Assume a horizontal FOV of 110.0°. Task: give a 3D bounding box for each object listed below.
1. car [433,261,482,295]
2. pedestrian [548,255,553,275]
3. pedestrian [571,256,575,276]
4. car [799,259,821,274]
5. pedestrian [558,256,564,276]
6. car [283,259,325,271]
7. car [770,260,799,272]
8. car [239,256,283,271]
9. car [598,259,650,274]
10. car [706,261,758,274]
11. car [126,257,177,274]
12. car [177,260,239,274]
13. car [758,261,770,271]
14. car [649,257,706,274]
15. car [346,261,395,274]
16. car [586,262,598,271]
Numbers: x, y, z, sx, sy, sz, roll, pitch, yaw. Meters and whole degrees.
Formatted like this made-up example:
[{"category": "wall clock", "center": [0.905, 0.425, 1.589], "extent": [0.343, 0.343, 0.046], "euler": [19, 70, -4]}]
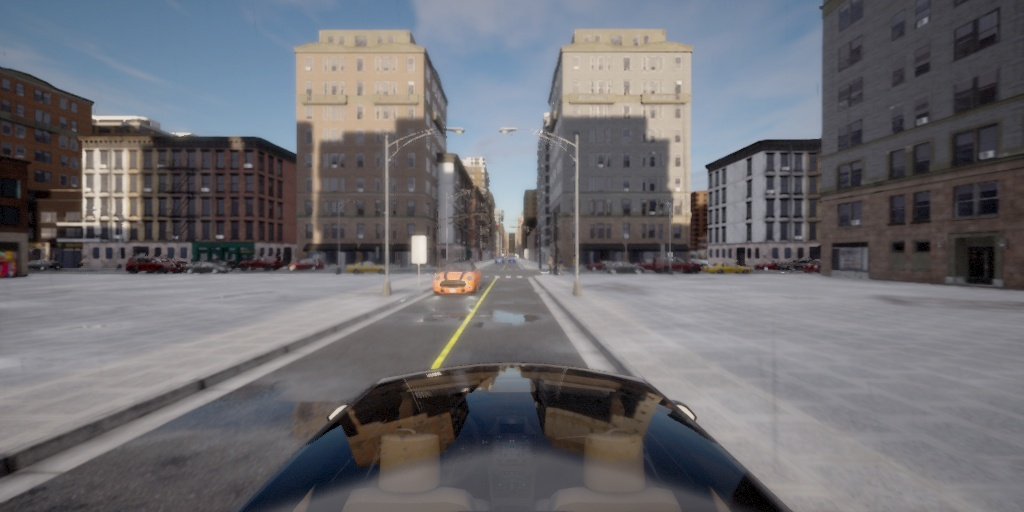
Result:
[{"category": "car", "center": [-2.835, 1.069, 19.425], "extent": [2.097, 1.767, 4.553], "euler": [0, 0, 0]}, {"category": "pedestrian", "center": [3.502, 0.841, 32.706], "extent": [0.375, 1.860, 0.375], "euler": [0, 0, 0]}, {"category": "pedestrian", "center": [5.501, 0.848, 32.106], "extent": [0.375, 1.860, 0.375], "euler": [0, 0, 0]}, {"category": "car", "center": [33.391, 1.159, 37.890], "extent": [4.097, 1.591, 1.967], "euler": [0, 0, 0]}, {"category": "pedestrian", "center": [4.351, 0.842, 31.506], "extent": [0.375, 1.860, 0.375], "euler": [0, 0, 0]}, {"category": "car", "center": [-26.411, 1.091, 45.950], "extent": [4.097, 1.591, 1.967], "euler": [0, 0, 0]}, {"category": "car", "center": [34.612, 1.189, 43.350], "extent": [4.892, 1.490, 1.837], "euler": [0, 0, 0]}, {"category": "car", "center": [-32.073, 0.965, 45.953], "extent": [5.009, 1.841, 2.192], "euler": [0, 0, 0]}, {"category": "car", "center": [11.753, 1.263, 37.903], "extent": [4.403, 1.370, 2.007], "euler": [0, 0, 0]}, {"category": "car", "center": [22.742, 1.241, 37.896], "extent": [4.829, 1.417, 1.751], "euler": [0, 0, 0]}, {"category": "car", "center": [-37.740, 1.016, 37.932], "extent": [5.009, 1.841, 2.192], "euler": [0, 0, 0]}, {"category": "car", "center": [-32.078, 1.252, 37.928], "extent": [4.403, 1.370, 2.007], "euler": [0, 0, 0]}, {"category": "car", "center": [33.396, 1.213, 45.915], "extent": [4.507, 1.381, 1.888], "euler": [0, 0, 0]}, {"category": "car", "center": [17.163, 1.029, 37.900], "extent": [5.009, 1.841, 2.192], "euler": [0, 0, 0]}, {"category": "car", "center": [-14.922, 1.231, 37.918], "extent": [4.829, 1.417, 1.751], "euler": [0, 0, 0]}, {"category": "car", "center": [11.759, 1.206, 45.928], "extent": [4.507, 1.381, 1.888], "euler": [0, 0, 0]}]
